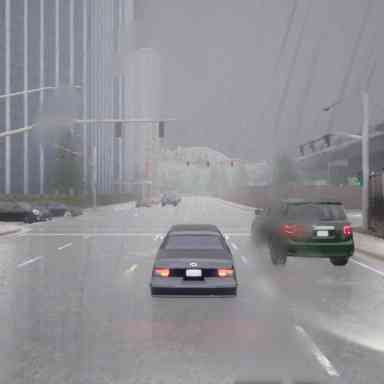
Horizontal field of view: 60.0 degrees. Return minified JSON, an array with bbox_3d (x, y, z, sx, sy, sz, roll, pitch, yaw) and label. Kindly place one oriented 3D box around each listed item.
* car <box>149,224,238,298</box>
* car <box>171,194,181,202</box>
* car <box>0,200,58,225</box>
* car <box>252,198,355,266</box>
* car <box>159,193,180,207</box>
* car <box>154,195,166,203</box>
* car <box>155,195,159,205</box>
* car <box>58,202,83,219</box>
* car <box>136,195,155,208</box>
[{"bbox_3d":[0.058,1.547,8.683,2.033,1.411,5.357,0,0,1],"label":"car"},{"bbox_3d":[-3.475,1.354,73.431,2.097,1.767,4.553,0,0,0],"label":"car"},{"bbox_3d":[-12.688,1.403,24.429,4.553,1.767,2.097,0,0,8],"label":"car"},{"bbox_3d":[3.575,1.221,11.716,2.150,2.045,5.566,0,0,1],"label":"car"},{"bbox_3d":[-3.570,1.221,52.869,2.150,2.045,5.566,0,0,0],"label":"car"},{"bbox_3d":[-6.976,1.525,72.287,2.128,1.511,4.902,0,0,0],"label":"car"},{"bbox_3d":[-7.057,1.352,58.614,2.097,1.767,4.553,0,0,0],"label":"car"},{"bbox_3d":[-12.075,1.550,28.900,4.892,1.490,1.837,-1,0,-6],"label":"car"},{"bbox_3d":[-7.075,1.504,48.942,1.837,1.490,4.892,0,0,0],"label":"car"}]
